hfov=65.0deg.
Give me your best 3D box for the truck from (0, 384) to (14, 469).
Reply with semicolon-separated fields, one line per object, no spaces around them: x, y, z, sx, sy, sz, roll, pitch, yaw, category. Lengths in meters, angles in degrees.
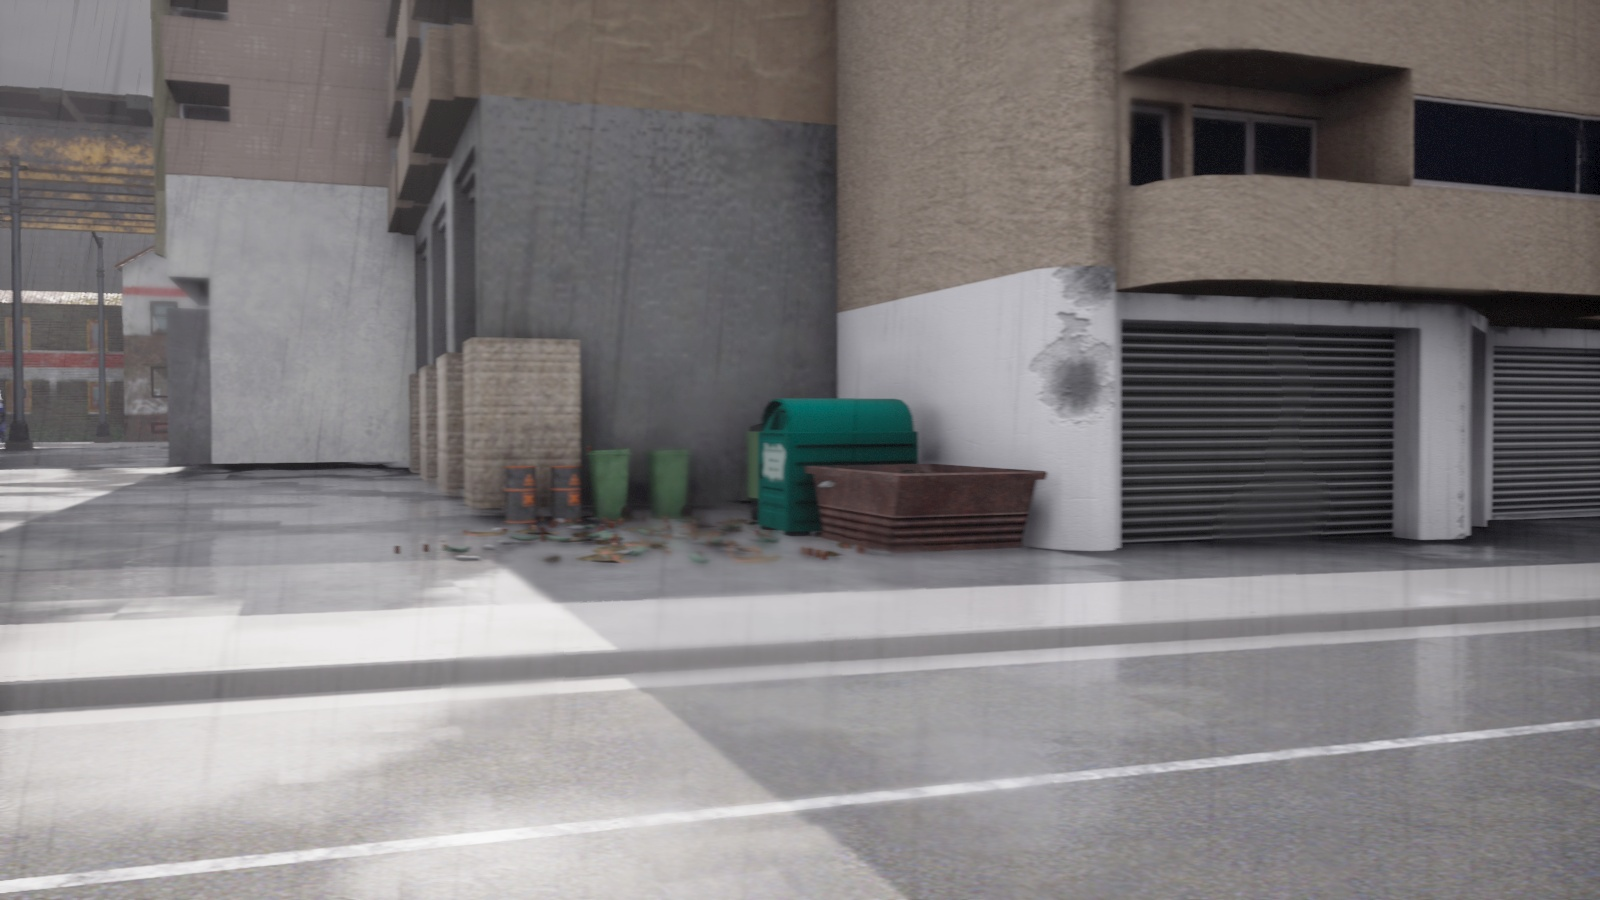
-36.533;-0.856;50.379;7.936;3.462;2.891;-2;1;-21;truck
